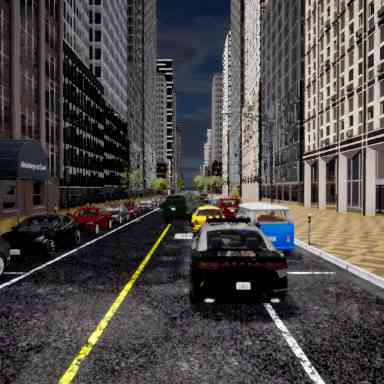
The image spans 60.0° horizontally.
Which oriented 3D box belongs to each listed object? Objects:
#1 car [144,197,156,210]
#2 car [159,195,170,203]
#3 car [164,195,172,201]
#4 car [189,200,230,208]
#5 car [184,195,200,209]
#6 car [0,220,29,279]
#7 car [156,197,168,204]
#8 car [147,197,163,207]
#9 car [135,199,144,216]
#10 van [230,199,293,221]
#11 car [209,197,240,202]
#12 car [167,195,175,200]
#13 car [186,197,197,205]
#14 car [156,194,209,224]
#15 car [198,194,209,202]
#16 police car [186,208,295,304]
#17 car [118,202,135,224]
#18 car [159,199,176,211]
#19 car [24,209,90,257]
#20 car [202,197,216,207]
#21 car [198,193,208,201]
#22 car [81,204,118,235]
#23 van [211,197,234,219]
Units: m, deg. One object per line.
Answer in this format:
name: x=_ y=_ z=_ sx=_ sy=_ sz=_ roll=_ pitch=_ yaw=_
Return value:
car: x=-5.741 y=1.544 z=41.313 sx=2.008 sy=1.369 sz=4.403 roll=-1 pitch=0 yaw=0
car: x=-5.771 y=1.426 z=69.731 sx=1.967 sy=1.590 sz=4.097 roll=-1 pitch=0 yaw=0
car: x=-5.781 y=1.508 z=80.929 sx=1.752 sy=1.417 sz=4.829 roll=-1 pitch=0 yaw=0
car: x=0.880 y=1.452 z=18.437 sx=1.801 sy=1.575 sz=5.366 roll=0 pitch=0 yaw=0
car: x=-0.028 y=1.344 z=46.158 sx=2.097 sy=1.767 sz=4.553 roll=0 pitch=0 yaw=0
car: x=-5.707 y=1.550 z=7.211 sx=2.008 sy=1.369 sz=4.403 roll=-1 pitch=0 yaw=0
car: x=-5.764 y=1.569 z=64.047 sx=1.802 sy=1.307 sz=4.206 roll=-1 pitch=0 yaw=0
car: x=-5.753 y=1.541 z=52.680 sx=2.008 sy=1.369 sz=4.403 roll=-1 pitch=0 yaw=0
car: x=-5.729 y=1.577 z=29.946 sx=1.802 sy=1.307 sz=4.206 roll=-1 pitch=0 yaw=0
van: x=2.666 y=1.339 z=12.903 sx=1.690 sy=1.788 sz=3.998 roll=-1 pitch=0 yaw=0
car: x=2.654 y=1.311 z=24.271 sx=2.192 sy=1.841 sz=5.009 roll=-1 pitch=0 yaw=0
car: x=-5.793 y=1.545 z=92.466 sx=1.947 sy=1.339 sz=4.313 roll=-1 pitch=0 yaw=0
car: x=-0.062 y=1.553 z=59.258 sx=1.994 sy=1.385 sz=4.181 roll=0 pitch=0 yaw=0
car: x=-0.169 y=1.216 z=24.631 sx=2.150 sy=2.045 sz=5.566 roll=-1 pitch=0 yaw=24
car: x=2.602 y=1.300 z=75.424 sx=2.192 sy=1.841 sz=5.009 roll=-1 pitch=0 yaw=0
police car: x=0.889 y=1.424 z=8.358 sx=1.930 sy=1.638 sz=5.238 roll=0 pitch=0 yaw=0
car: x=-5.725 y=1.547 z=24.262 sx=2.008 sy=1.369 sz=4.403 roll=-1 pitch=0 yaw=0
car: x=-3.042 y=1.593 z=42.140 sx=1.895 sy=1.301 sz=4.718 roll=0 pitch=0 yaw=0
car: x=-5.712 y=1.564 z=12.895 sx=1.947 sy=1.339 sz=4.313 roll=-1 pitch=0 yaw=0
car: x=2.628 y=1.541 z=52.688 sx=2.008 sy=1.369 sz=4.403 roll=-1 pitch=0 yaw=0
car: x=2.597 y=1.298 z=81.108 sx=2.192 sy=1.841 sz=5.009 roll=-1 pitch=0 yaw=0
car: x=-5.718 y=1.542 z=18.579 sx=1.887 sy=1.381 sz=4.507 roll=-1 pitch=0 yaw=0
van: x=2.649 y=1.336 z=29.954 sx=1.690 sy=1.788 sz=3.998 roll=-1 pitch=0 yaw=0
